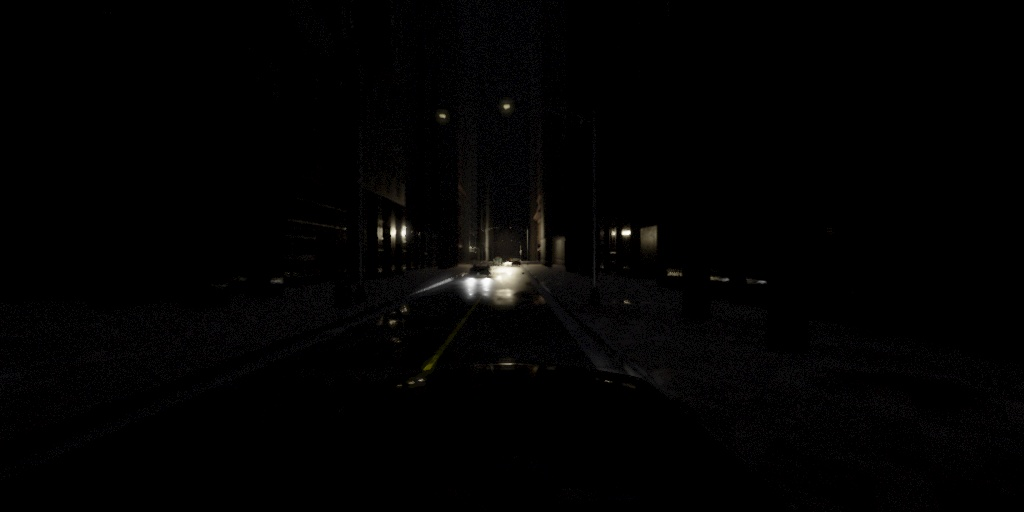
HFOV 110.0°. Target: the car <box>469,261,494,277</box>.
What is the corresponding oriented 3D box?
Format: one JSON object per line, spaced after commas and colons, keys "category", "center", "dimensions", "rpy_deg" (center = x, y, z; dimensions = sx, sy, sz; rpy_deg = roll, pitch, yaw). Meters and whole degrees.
{"category": "car", "center": [-3.093, 1.355, 35.265], "dimensions": [1.895, 1.301, 4.718], "rpy_deg": [0, 0, 0]}
